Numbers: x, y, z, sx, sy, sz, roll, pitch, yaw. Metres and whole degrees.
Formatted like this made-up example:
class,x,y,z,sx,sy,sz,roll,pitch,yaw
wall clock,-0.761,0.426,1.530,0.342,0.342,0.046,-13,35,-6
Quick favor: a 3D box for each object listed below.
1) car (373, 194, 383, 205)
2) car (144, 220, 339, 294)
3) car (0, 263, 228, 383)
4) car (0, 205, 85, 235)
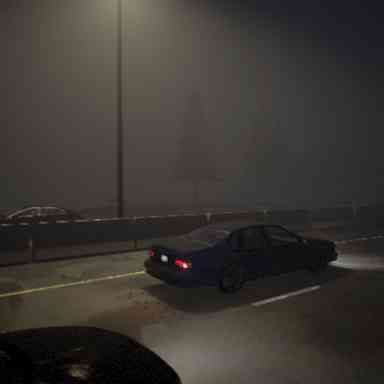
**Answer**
class,x,y,z,sx,sy,sz,roll,pitch,yaw
car,26.894,0.989,45.313,4.902,1.511,2.128,0,1,-21
car,1.475,1.460,8.562,5.357,1.411,2.033,-1,1,-34
car,-2.214,1.493,1.573,4.892,1.490,1.837,0,0,-37
car,-7.445,1.361,15.313,4.902,1.511,2.128,-1,1,-35
